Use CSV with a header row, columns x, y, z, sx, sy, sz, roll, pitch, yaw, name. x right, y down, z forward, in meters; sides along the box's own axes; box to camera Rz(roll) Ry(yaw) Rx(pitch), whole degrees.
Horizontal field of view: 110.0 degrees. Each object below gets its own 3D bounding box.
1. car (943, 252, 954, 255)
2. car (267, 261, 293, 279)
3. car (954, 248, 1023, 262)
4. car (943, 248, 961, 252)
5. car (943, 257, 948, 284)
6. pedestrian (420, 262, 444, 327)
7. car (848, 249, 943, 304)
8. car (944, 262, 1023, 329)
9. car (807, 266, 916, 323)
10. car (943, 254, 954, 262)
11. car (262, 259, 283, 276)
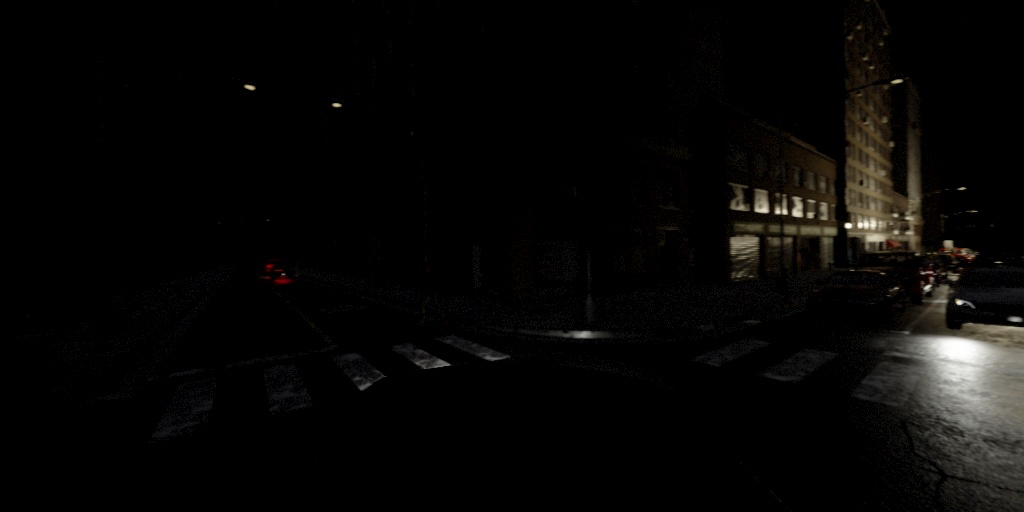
x,y,z,sx,sy,sz,roll,pitch,yaw,name
32.719,0.606,27.319,4.403,1.370,2.007,0,0,-37,car
-24.561,1.614,38.196,1.837,1.490,4.892,-2,1,-36,car
20.126,0.677,14.751,4.553,1.767,2.097,-1,0,-36,car
41.653,0.198,33.955,5.009,1.841,2.192,0,0,-37,car
19.319,0.866,17.366,4.507,1.381,1.888,0,0,-37,car
-2.239,1.031,9.914,0.375,1.860,0.375,-2,1,-37,pedestrian
14.853,0.726,14.048,5.009,1.841,2.192,0,0,-37,car
12.337,1.009,8.985,4.674,1.442,1.812,-1,0,-39,car
10.386,1.084,10.730,4.207,1.307,1.802,0,0,-37,car
23.649,0.757,20.582,4.829,1.417,1.751,0,0,-37,car
-30.650,1.423,46.228,2.150,2.045,5.566,-2,1,-37,car
